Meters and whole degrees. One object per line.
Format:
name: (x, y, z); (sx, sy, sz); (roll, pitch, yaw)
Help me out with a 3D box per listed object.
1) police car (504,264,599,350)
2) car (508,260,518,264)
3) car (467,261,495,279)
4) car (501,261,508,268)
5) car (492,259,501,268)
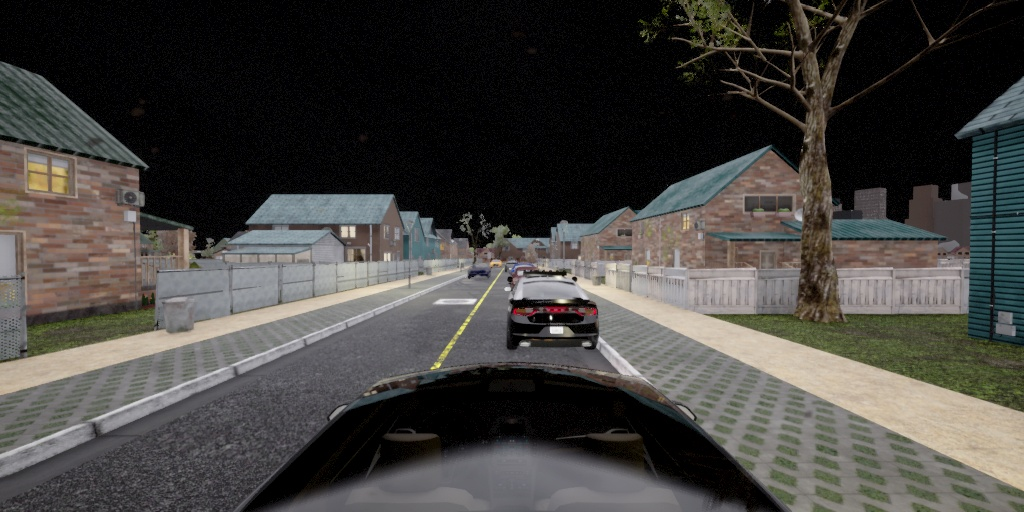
police car: (0.826, 1.175, 9.238); (1.930, 1.638, 5.238); (0, 0, 0)
car: (0.824, 1.242, 25.132); (1.882, 1.535, 5.008); (0, 0, 0)
car: (-2.853, 1.376, 32.202); (1.895, 1.301, 4.718); (0, 0, 0)
car: (0.032, 1.302, 47.617); (2.128, 1.511, 4.902); (0, 0, 0)
car: (-2.759, 1.342, 63.164); (1.882, 1.535, 5.008); (0, 0, 0)
